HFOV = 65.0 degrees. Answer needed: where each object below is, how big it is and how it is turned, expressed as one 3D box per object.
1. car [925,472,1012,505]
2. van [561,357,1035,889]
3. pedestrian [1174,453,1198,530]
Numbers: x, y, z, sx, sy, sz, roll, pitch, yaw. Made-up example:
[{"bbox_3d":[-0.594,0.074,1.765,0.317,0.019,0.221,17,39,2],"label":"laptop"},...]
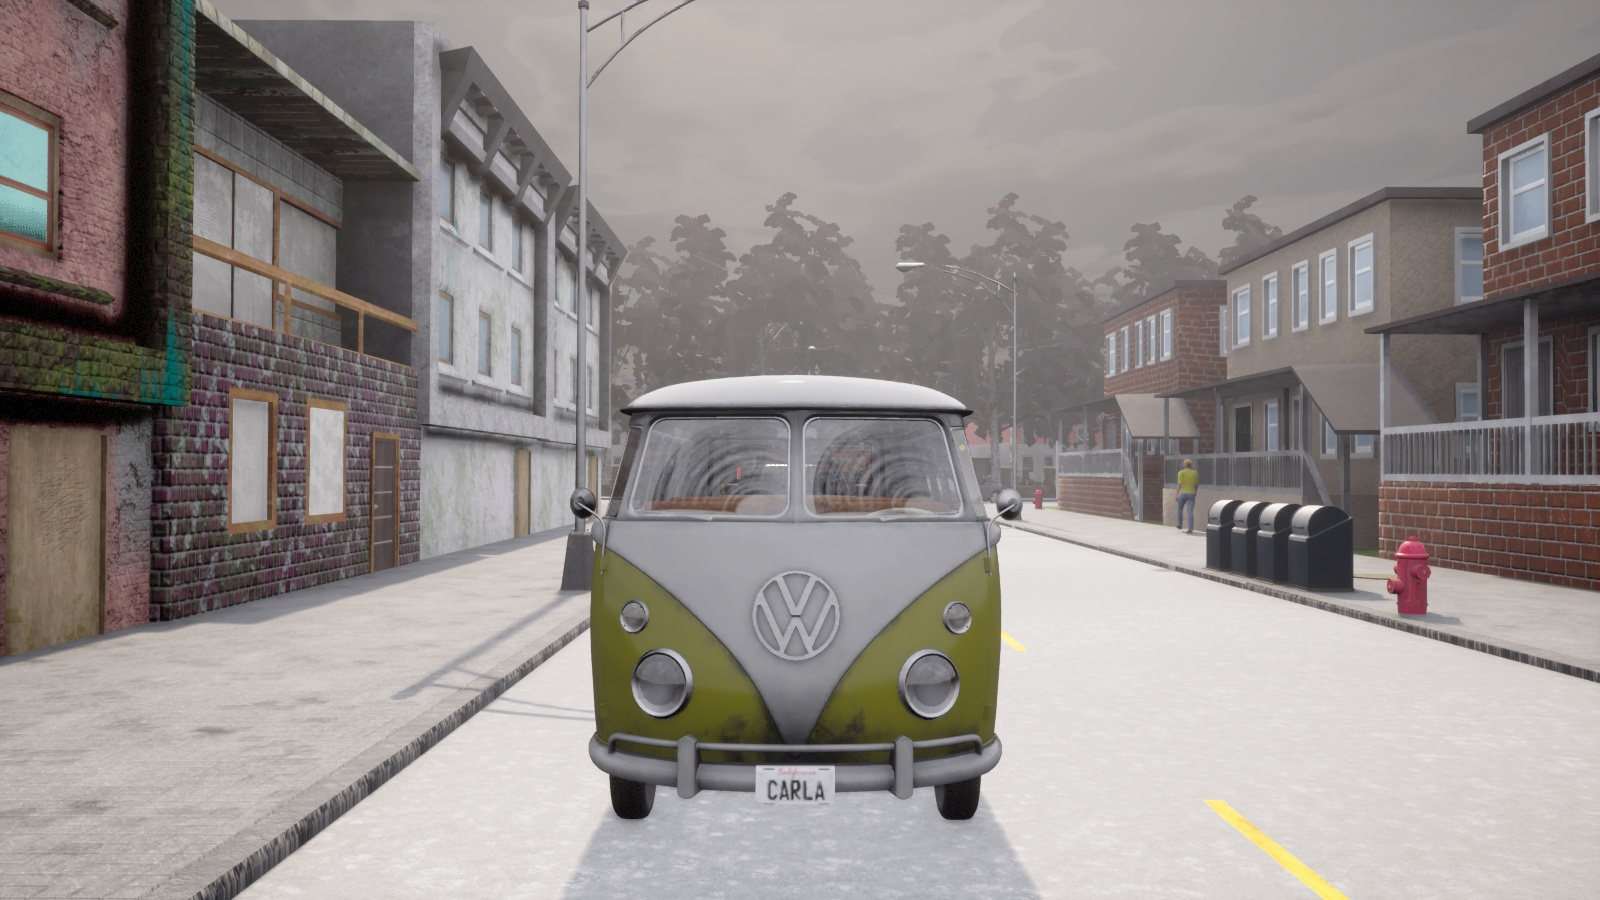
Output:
[{"bbox_3d":[7.993,1.793,59.519,3.633,1.501,1.845,0,-1,-25],"label":"car"},{"bbox_3d":[-0.016,0.684,6.936,1.775,1.987,4.442,0,-1,0],"label":"van"},{"bbox_3d":[9.316,0.995,30.327,0.354,1.836,0.706,0,-1,1],"label":"pedestrian"}]
